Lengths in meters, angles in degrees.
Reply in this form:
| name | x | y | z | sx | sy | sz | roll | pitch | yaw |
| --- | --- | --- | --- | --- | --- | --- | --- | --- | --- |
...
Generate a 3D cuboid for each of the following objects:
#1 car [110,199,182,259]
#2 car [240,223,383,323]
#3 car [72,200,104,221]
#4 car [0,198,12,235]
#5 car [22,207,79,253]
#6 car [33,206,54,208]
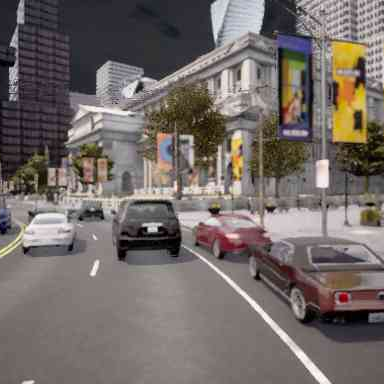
| name | x | y | z | sx | sy | sz | roll | pitch | yaw |
| --- | --- | --- | --- | --- | --- | --- | --- | --- | --- |
| car | -1.941 | 1.278 | 13.091 | 2.150 | 2.045 | 5.566 | 0 | 0 | -15 |
| car | 2.605 | 1.606 | 7.217 | 1.895 | 1.301 | 4.718 | 0 | 0 | -5 |
| car | -9.308 | 1.500 | 29.132 | 2.097 | 1.767 | 4.553 | 0 | 0 | -32 |
| car | -11.914 | 1.353 | 19.549 | 2.150 | 2.045 | 5.566 | 0 | -1 | -26 |
| car | -5.942 | 1.606 | 14.166 | 1.812 | 1.442 | 4.674 | 0 | 0 | -18 |
| car | -12.062 | 1.757 | 26.972 | 1.895 | 1.301 | 4.718 | 0 | 0 | -33 |
